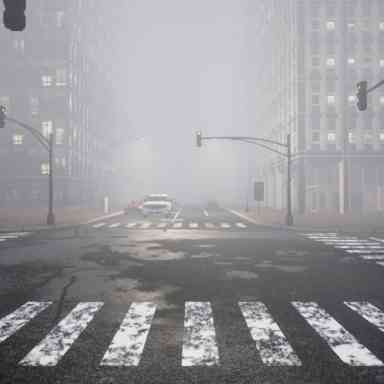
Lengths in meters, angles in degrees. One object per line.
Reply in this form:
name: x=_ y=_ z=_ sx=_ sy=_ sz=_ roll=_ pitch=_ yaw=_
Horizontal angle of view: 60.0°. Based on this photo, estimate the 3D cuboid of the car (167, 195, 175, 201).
car: x=-5.636 y=1.587 z=89.540 sx=2.008 sy=1.369 sz=4.403 roll=1 pitch=0 yaw=0

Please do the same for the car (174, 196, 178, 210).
car: x=-3.079 y=1.541 z=40.274 sx=1.812 sy=1.442 sz=4.674 roll=0 pitch=0 yaw=0

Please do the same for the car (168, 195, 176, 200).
car: x=-5.634 y=1.605 z=95.115 sx=1.947 sy=1.339 sz=4.313 roll=1 pitch=0 yaw=0

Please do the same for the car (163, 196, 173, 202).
car: x=-5.641 y=1.582 z=78.390 sx=2.008 sy=1.369 sz=4.403 roll=1 pitch=0 yaw=0

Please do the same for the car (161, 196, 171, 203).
car: x=-5.643 y=1.573 z=72.814 sx=1.887 sy=1.381 sz=4.507 roll=1 pitch=0 yaw=0

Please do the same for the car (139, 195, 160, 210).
car: x=-5.651 y=1.332 z=44.939 sx=2.192 sy=1.841 sz=5.009 roll=1 pitch=0 yaw=0

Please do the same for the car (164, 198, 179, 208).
car: x=-3.072 y=1.583 z=50.316 sx=1.994 sy=1.385 sz=4.181 roll=0 pitch=0 yaw=0

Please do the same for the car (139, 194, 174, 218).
car: x=-3.084 y=1.233 z=30.352 sx=2.150 sy=2.045 sz=5.566 roll=0 pitch=0 yaw=0

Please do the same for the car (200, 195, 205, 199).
car: x=2.730 y=1.547 z=56.323 sx=1.752 sy=1.417 sz=4.829 roll=1 pitch=0 yaw=0

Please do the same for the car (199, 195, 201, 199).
car: x=2.732 y=1.590 z=61.730 sx=1.947 sy=1.339 sz=4.313 roll=1 pitch=0 yaw=0

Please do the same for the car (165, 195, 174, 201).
car: x=-5.638 y=1.578 z=83.965 sx=1.887 sy=1.381 sz=4.507 roll=1 pitch=0 yaw=0

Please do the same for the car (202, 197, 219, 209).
car: x=2.723 y=1.599 z=44.997 sx=1.802 sy=1.307 sz=4.206 roll=1 pitch=0 yaw=0

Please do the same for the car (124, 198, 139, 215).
car: x=-5.659 y=1.453 z=33.788 sx=1.967 sy=1.590 sz=4.097 roll=1 pitch=0 yaw=0

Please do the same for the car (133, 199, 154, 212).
car: x=-5.659 y=1.597 z=39.364 sx=1.802 sy=1.307 sz=4.206 roll=1 pitch=0 yaw=0
